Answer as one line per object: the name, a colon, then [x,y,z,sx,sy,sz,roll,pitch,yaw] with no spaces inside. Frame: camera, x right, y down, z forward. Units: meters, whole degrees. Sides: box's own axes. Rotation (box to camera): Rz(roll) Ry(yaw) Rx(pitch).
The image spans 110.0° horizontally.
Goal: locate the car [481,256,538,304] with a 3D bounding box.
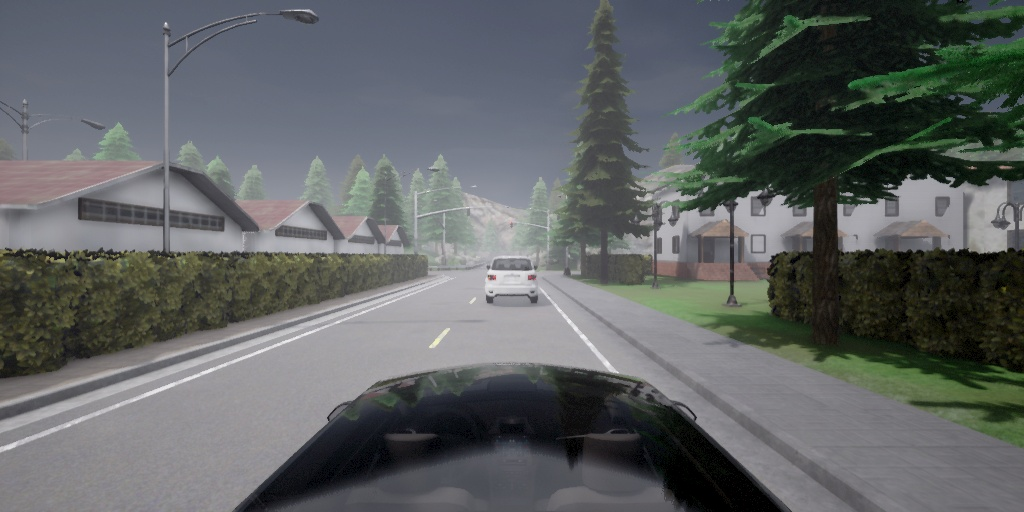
car: [0.000,1.007,16.530,2.150,2.045,5.566,0,0,0]
